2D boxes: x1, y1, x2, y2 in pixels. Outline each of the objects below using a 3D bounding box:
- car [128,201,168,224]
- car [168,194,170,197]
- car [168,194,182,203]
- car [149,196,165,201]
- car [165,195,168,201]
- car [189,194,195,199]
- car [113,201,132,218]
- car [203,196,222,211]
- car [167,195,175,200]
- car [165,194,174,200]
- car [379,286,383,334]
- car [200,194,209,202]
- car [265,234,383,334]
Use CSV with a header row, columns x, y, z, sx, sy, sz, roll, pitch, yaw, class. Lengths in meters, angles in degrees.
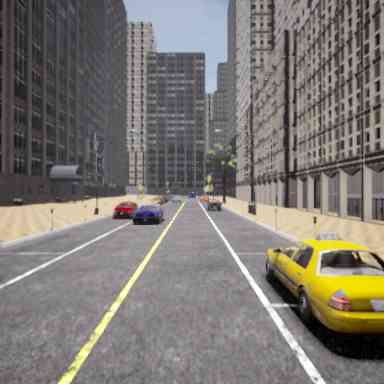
x,y,z,sx,sy,sz,roll,pitch,yaw,class
-3.107,1.573,24.249,1.895,1.301,4.718,0,0,0,car
-5.698,1.474,68.749,1.947,1.339,4.313,1,0,0,car
-3.025,1.512,65.371,1.895,1.301,4.718,0,0,0,car
-5.694,1.459,51.652,1.752,1.417,4.829,1,0,0,car
-5.695,1.470,57.464,1.887,1.381,4.507,1,0,0,car
-0.020,1.214,89.671,1.812,1.442,4.674,0,0,0,car
-5.689,1.510,29.250,1.887,1.381,4.507,1,0,0,car
2.689,1.501,40.549,2.008,1.369,4.403,1,0,0,car
-5.703,1.454,91.321,1.802,1.307,4.206,1,0,0,car
-5.701,1.321,85.678,1.967,1.590,4.097,1,0,0,car
2.697,1.581,1.059,1.802,1.307,4.206,1,0,0,car
2.983,1.249,75.982,2.097,1.767,4.553,0,0,0,car
2.696,1.518,6.870,1.752,1.417,4.829,1,0,0,car
